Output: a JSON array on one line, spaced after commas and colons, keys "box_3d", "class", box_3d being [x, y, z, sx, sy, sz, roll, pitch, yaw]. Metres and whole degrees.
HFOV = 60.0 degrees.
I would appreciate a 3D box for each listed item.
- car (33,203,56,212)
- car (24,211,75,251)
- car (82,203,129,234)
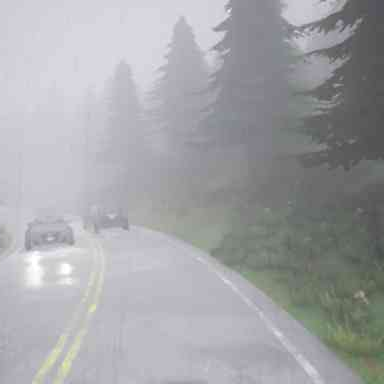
[{"box_3d": [-19.037, 2.223, 42.762, 1.882, 1.535, 5.008, -4, 1, -37], "class": "car"}, {"box_3d": [-6.768, 1.822, 15.864, 1.994, 1.385, 4.181, -3, 0, -24], "class": "car"}, {"box_3d": [-5.628, 1.517, 21.205, 2.097, 1.767, 4.553, -4, 1, -28], "class": "car"}]
